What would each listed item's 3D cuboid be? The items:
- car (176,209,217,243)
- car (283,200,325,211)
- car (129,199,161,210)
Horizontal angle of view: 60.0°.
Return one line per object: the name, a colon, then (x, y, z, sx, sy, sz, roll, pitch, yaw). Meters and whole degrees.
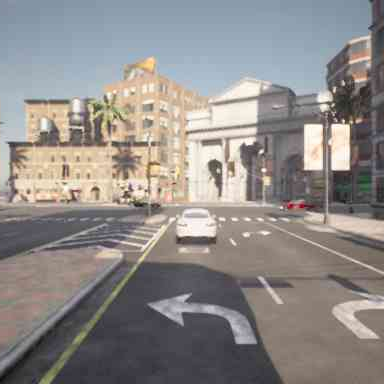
car: (0.192, 1.530, 15.983, 1.812, 1.442, 4.674, 0, -1, 0)
car: (13.709, 1.610, 40.854, 4.718, 1.301, 1.895, 0, 0, -10)
car: (-6.344, 1.609, 44.284, 4.718, 1.301, 1.895, 0, 0, 42)
